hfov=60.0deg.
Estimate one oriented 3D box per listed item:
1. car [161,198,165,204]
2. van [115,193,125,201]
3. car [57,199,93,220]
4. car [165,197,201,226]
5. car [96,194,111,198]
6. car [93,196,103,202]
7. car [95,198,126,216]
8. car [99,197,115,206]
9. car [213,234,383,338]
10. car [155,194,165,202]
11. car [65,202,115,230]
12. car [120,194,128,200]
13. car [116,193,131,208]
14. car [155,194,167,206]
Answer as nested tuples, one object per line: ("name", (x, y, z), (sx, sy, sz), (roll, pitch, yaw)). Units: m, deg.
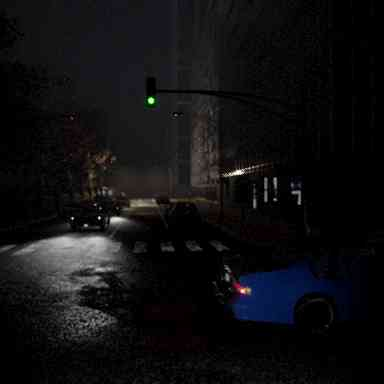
("car", (-1.320, 1.452, 28.195), (1.947, 1.339, 4.313), (0, 0, -8))
("van", (-15.578, 1.031, 72.168), (1.690, 1.788, 3.998), (0, 0, -8))
("car", (-9.628, 1.444, 27.095), (1.887, 1.381, 4.507), (0, 0, -8))
("car", (-0.576, 1.348, 22.563), (1.967, 1.590, 4.097), (0, 0, -8))
("car", (-11.859, 1.147, 43.997), (2.192, 1.841, 5.009), (0, 0, -8))
("car", (-10.372, 1.428, 32.729), (2.008, 1.369, 4.403), (0, 0, -8))
("car", (-7.568, 1.481, 31.265), (1.895, 1.301, 4.718), (0, 0, -8))
("car", (-12.604, 1.388, 49.631), (1.802, 1.307, 4.206), (0, 0, -8))
("car", (3.107, 1.506, 6.065), (5.357, 1.411, 2.033), (0, 0, -6))
("car", (-6.547, 1.232, 67.792), (1.752, 1.417, 4.829), (0, 0, -8))
("car", (-6.160, 1.523, 20.594), (1.895, 1.301, 4.718), (0, 0, -7))
("car", (-17.066, 1.204, 83.437), (1.802, 1.307, 4.206), (0, 0, -8))
("car", (-9.330, 1.303, 44.767), (1.882, 1.535, 5.008), (0, 0, -7))
("car", (-4.294, 1.359, 50.724), (1.947, 1.339, 4.313), (0, 0, -8))
